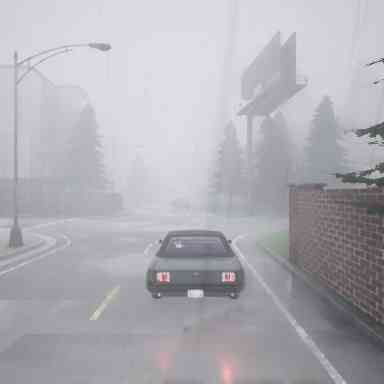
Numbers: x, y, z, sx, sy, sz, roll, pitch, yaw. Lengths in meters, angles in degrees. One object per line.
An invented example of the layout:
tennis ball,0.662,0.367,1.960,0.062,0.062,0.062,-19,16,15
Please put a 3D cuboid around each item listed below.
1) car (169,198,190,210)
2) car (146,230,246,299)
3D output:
car,-1.636,1.545,43.755,2.033,1.411,5.357,0,0,-15
car,0.083,1.600,8.394,1.895,1.301,4.718,0,0,0
